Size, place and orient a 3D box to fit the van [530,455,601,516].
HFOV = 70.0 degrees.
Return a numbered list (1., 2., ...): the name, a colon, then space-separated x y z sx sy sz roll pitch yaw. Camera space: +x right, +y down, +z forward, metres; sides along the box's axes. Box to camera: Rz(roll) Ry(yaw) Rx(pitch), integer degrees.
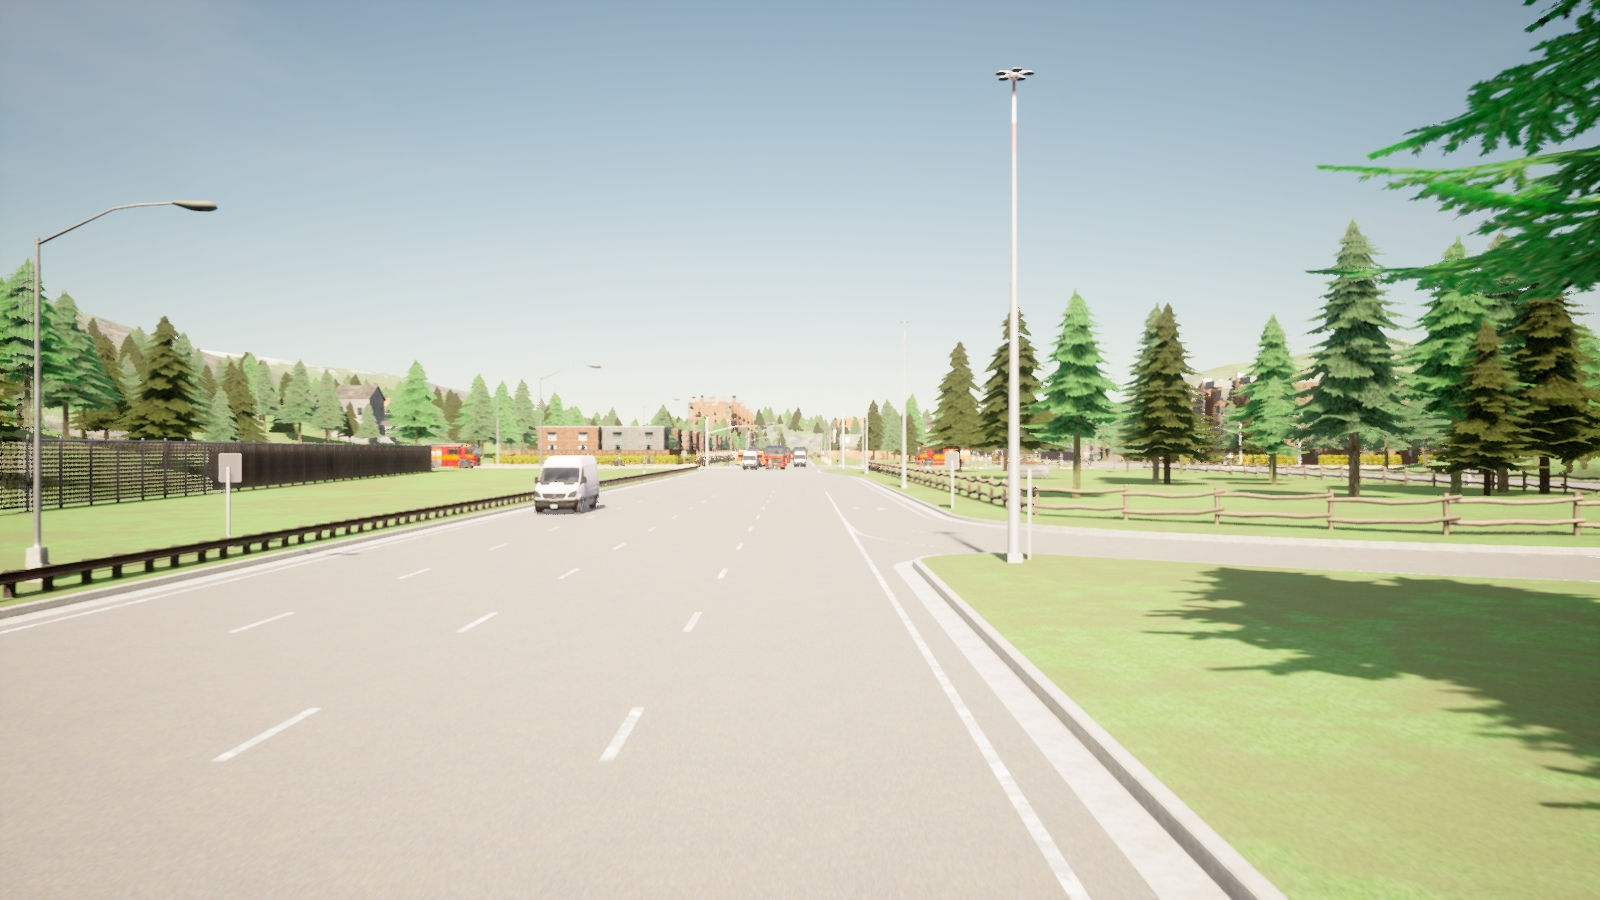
1. van: -10.498 1.535 51.642 1.988 2.561 5.915 0 0 0
